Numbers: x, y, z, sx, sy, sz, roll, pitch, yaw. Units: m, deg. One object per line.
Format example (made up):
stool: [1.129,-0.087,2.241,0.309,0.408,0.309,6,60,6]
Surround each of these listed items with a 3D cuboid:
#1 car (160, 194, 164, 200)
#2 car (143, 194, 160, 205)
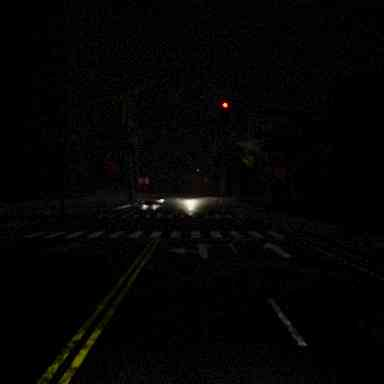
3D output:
car: [-7.725,1.207,78.384,1.994,1.385,4.181,0,0,-4]
car: [-6.621,1.318,53.283,1.882,1.535,5.008,0,1,-1]
